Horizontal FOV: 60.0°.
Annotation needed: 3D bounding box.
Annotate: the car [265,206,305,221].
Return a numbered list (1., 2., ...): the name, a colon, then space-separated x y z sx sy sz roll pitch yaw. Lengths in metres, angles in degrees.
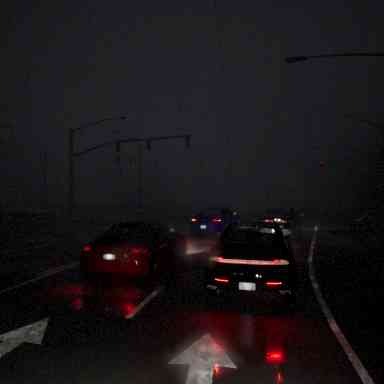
1. car: 4.636 1.505 17.249 1.837 1.490 4.892 0 0 21

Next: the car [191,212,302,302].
1. car: 1.558 1.492 8.371 2.128 1.511 4.902 0 0 13

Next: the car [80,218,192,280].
1. car: -1.552 1.564 10.112 1.994 1.385 4.181 0 0 14

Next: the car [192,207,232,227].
1. car: 1.362 1.526 18.370 1.812 1.442 4.674 0 0 21
